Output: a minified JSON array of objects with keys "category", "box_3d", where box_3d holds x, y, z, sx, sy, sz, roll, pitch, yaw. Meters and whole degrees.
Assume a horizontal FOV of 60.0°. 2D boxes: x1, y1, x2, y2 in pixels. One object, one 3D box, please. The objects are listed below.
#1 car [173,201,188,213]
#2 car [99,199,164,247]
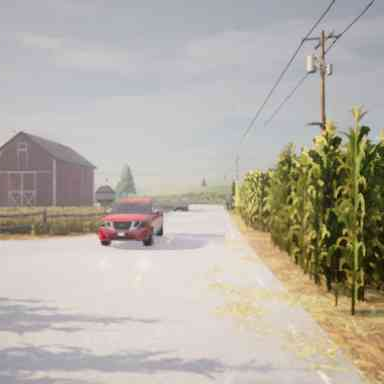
[{"category":"car","box_3d":[-1.431,1.832,42.310,2.033,1.411,5.357,0,0,-1]},{"category":"car","box_3d":[-2.681,1.357,16.090,2.150,2.045,5.566,0,0,3]}]
